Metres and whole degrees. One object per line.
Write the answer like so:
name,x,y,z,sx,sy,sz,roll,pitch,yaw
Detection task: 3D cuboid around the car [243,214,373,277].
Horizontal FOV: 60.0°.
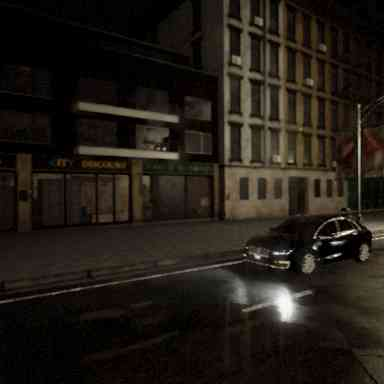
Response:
car,3.739,1.495,10.341,4.892,1.490,1.837,0,0,-35
